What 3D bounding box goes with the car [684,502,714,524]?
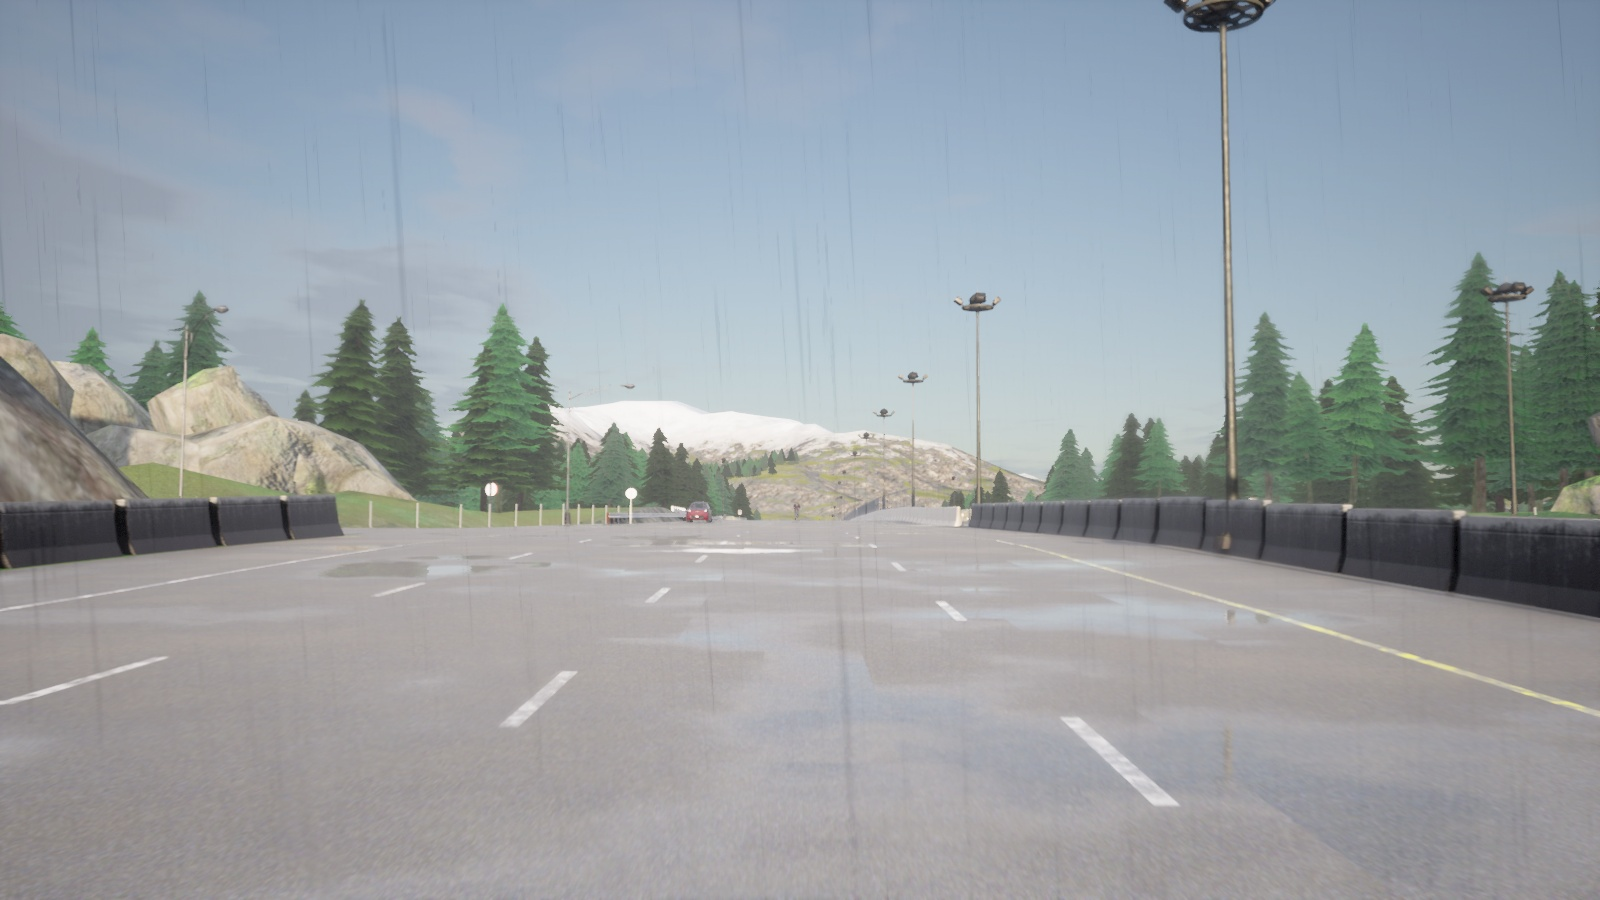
[{"bbox_3d":[-7.211,4.539,90.083,1.845,1.501,3.633,0,-3,0],"label":"car"}]
